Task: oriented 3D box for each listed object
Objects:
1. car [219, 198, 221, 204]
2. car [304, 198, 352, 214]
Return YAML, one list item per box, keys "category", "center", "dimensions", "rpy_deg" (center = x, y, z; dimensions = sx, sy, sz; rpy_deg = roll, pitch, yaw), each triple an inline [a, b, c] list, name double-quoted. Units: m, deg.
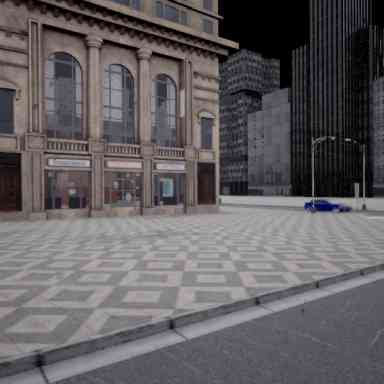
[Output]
- category: "car"
  center: [2.940, 1.314, 56.711]
  dimensions: [1.882, 1.535, 5.008]
  rpy_deg: [-1, 1, -34]
- category: "car"
  center: [14.091, 1.413, 34.620]
  dimensions: [1.882, 1.535, 5.008]
  rpy_deg: [-1, 1, -34]
